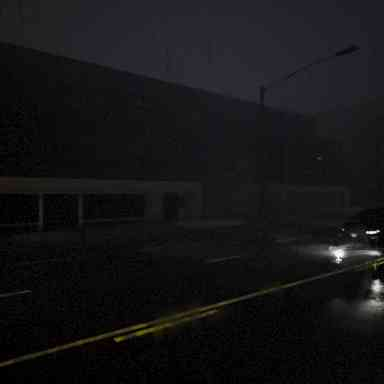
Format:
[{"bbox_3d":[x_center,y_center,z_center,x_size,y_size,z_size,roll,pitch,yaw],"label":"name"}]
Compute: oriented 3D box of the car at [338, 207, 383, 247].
[{"bbox_3d":[8.428,1.462,14.855,4.892,1.490,1.837,-1,0,-37],"label":"car"}]
